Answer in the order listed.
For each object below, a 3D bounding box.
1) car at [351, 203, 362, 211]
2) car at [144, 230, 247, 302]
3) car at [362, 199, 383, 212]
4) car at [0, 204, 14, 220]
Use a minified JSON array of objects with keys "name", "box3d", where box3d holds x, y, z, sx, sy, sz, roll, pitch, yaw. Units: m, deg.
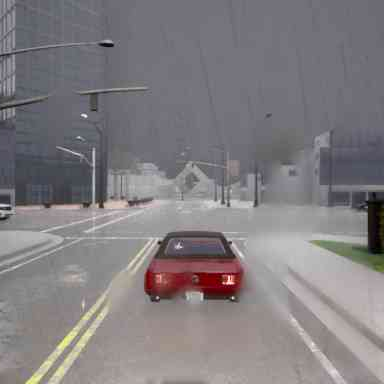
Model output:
[{"name":"car","box3d":[20.976,1.498,37.637,5.357,1.411,2.033,0,0,-1]},{"name":"car","box3d":[0.070,1.601,8.214,1.895,1.301,4.718,0,0,0]},{"name":"car","box3d":[20.961,1.496,34.128,5.357,1.411,2.033,0,0,-1]},{"name":"car","box3d":[-17.340,1.339,26.613,5.566,2.045,2.150,-1,0,0]}]
